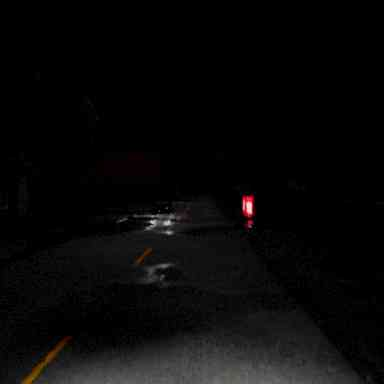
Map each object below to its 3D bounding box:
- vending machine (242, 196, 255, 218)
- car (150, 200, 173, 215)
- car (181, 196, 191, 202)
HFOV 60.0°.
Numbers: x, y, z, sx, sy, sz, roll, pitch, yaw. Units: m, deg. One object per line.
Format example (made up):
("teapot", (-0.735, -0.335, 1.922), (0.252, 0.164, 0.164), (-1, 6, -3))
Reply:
("vending machine", (5.398, 1.432, 31.849), (1.100, 2.100, 0.880), (0, 0, 2))
("car", (-2.946, 1.489, 33.164), (1.812, 1.442, 4.674), (0, 0, 2))
("car", (-1.337, 1.600, 74.838), (1.882, 1.535, 5.008), (0, 0, 2))
